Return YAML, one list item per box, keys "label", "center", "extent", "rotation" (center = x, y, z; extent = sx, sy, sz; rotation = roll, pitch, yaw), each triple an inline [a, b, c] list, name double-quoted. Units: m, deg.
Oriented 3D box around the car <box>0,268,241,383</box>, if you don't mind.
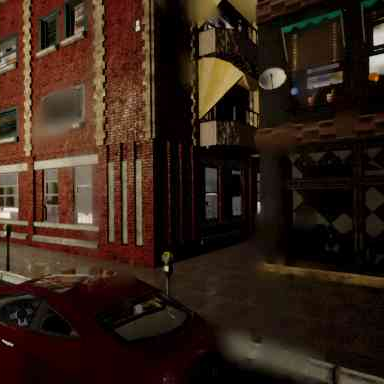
- label: "car"
  center: [-1.472, 1.583, 3.899]
  extent: [4.206, 1.307, 1.802]
  rotation: [0, -1, 36]
